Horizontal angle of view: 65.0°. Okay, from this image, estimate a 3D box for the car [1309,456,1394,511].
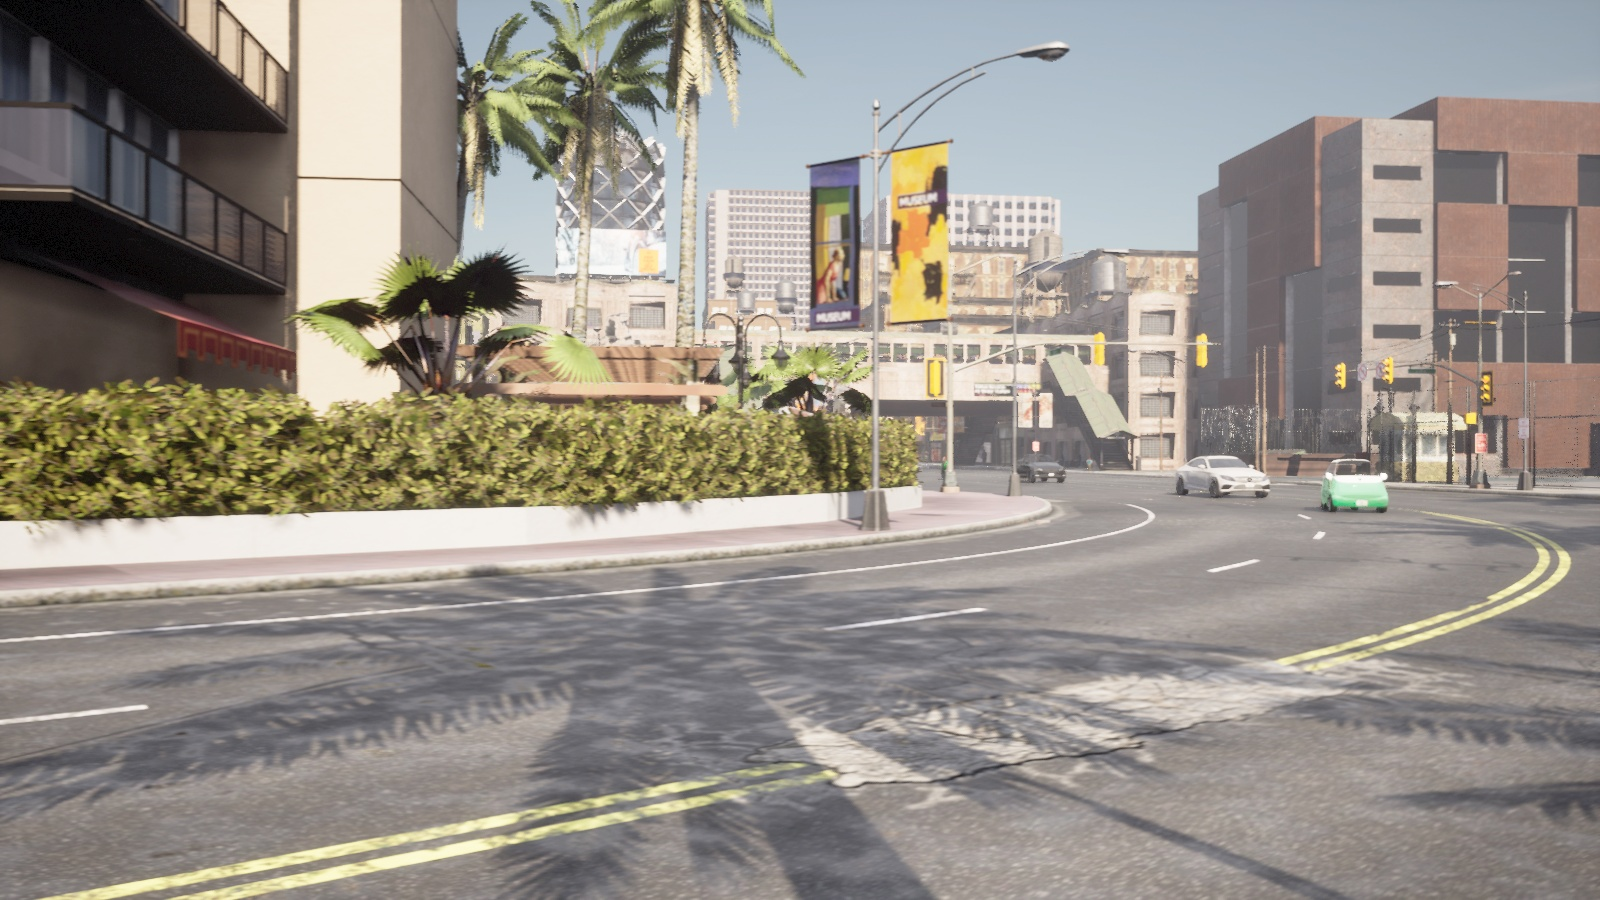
[{"bbox_3d":[14.217,0.851,32.465,1.481,1.376,2.207,0,0,9],"label":"car"}]

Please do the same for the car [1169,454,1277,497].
[{"bbox_3d":[14.668,0.850,43.834,1.812,1.442,4.674,0,0,-6],"label":"car"}]

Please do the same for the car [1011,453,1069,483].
[{"bbox_3d":[12.347,0.897,64.822,1.816,1.474,4.193,0,0,-6],"label":"car"}]
